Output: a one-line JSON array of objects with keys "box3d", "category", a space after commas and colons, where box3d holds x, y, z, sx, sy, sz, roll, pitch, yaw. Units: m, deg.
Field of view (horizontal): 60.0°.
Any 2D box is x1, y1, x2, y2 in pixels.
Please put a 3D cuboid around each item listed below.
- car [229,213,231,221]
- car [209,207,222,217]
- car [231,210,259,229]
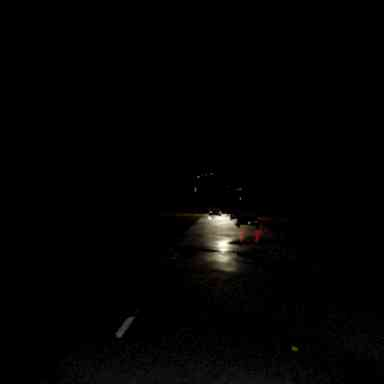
[{"box3d": [5.648, 2.908, 41.251, 1.895, 1.301, 4.718, 2, -2, 5], "category": "car"}, {"box3d": [3.650, 3.104, 51.903, 1.882, 1.535, 5.008, 2, -2, 4], "category": "car"}, {"box3d": [4.857, 2.413, 29.729, 1.812, 1.442, 4.674, 2, -2, 3], "category": "car"}]
